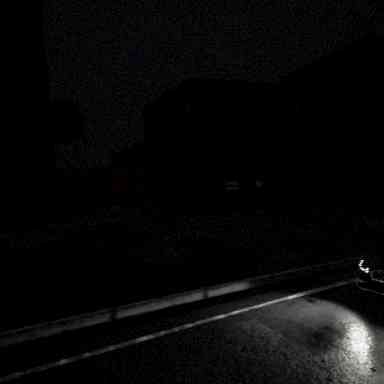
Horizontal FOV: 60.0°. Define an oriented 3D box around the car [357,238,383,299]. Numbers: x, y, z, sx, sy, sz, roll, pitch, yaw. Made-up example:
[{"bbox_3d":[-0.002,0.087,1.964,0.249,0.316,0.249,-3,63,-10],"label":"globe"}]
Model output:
[{"bbox_3d":[5.574,1.407,7.121,4.892,1.490,1.837,-1,1,-31],"label":"car"}]
